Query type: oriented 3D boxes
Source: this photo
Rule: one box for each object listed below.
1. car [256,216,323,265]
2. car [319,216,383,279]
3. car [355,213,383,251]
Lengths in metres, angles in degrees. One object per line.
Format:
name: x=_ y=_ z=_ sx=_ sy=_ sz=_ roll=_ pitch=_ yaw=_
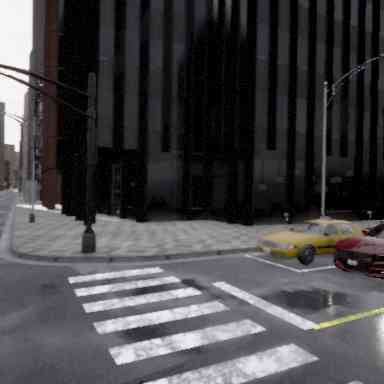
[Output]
car: x=4.507 y=1.561 z=11.724 sx=4.829 sy=1.417 sz=1.752 roll=1 pitch=1 yaw=-28
car: x=6.296 y=1.555 z=9.661 sx=5.008 sy=1.535 sz=1.882 roll=1 pitch=0 yaw=-28
car: x=9.336 y=1.644 z=14.292 sx=4.507 sy=1.381 sz=1.887 roll=1 pitch=1 yaw=-28
